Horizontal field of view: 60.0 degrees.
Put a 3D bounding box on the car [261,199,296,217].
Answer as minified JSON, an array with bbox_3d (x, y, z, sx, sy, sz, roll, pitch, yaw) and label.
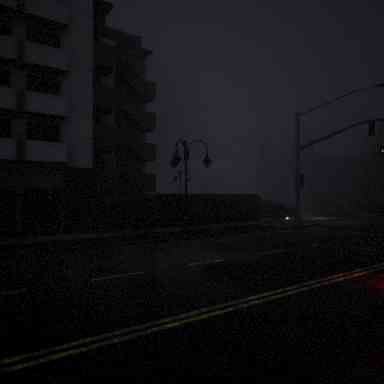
[{"bbox_3d":[7.834,1.478,32.203,1.882,1.535,5.008,0,0,-38],"label":"car"}]
